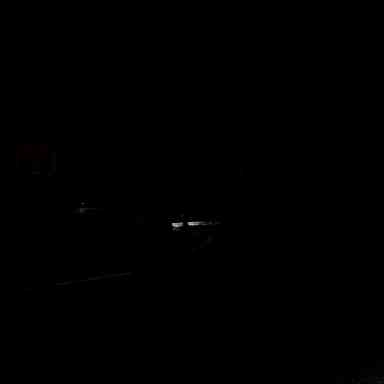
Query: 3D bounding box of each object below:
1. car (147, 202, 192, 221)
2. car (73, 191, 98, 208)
[{"bbox_3d":[-1.730,1.464,24.955,1.994,1.385,4.181,-1,0,-32],"label":"car"},{"bbox_3d":[-14.594,0.969,45.319,2.150,2.045,5.566,-1,1,-32],"label":"car"}]
